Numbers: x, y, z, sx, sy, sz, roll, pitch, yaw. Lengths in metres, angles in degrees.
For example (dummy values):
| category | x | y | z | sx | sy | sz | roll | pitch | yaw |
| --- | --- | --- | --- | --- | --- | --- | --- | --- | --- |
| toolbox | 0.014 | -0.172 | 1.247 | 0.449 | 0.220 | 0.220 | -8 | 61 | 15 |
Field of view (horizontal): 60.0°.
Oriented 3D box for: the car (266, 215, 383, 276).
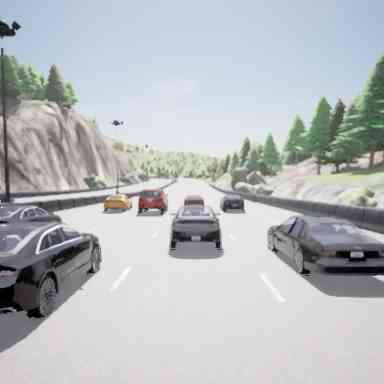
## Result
| category | x | y | z | sx | sy | sz | roll | pitch | yaw |
| --- | --- | --- | --- | --- | --- | --- | --- | --- | --- |
| car | 3.629 | 1.384 | 9.813 | 2.033 | 1.411 | 5.357 | 0 | 1 | 0 |

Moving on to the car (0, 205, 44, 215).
| category | x | y | z | sx | sy | sz | roll | pitch | yaw |
| --- | --- | --- | --- | --- | --- | --- | --- | --- | --- |
| car | -6.861 | 1.270 | 13.330 | 2.128 | 1.511 | 4.902 | 0 | 1 | 0 |

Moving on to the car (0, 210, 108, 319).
| category | x | y | z | sx | sy | sz | roll | pitch | yaw |
| --- | --- | --- | --- | --- | --- | --- | --- | --- | --- |
| car | -3.380 | 1.372 | 7.107 | 2.128 | 1.511 | 4.902 | 0 | 1 | 0 |

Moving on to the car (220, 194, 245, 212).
| category | x | y | z | sx | sy | sz | roll | pitch | yaw |
| --- | --- | --- | --- | --- | --- | --- | --- | --- | --- |
| car | 3.691 | 0.966 | 31.080 | 1.882 | 1.535 | 5.008 | 0 | 1 | 0 |

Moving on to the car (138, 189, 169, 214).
| category | x | y | z | sx | sy | sz | roll | pitch | yaw |
| --- | --- | --- | --- | --- | --- | --- | --- | --- | --- |
| car | -3.316 | 0.744 | 28.945 | 2.150 | 2.045 | 5.566 | 0 | 1 | 0 |

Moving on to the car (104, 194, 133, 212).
| category | x | y | z | sx | sy | sz | roll | pitch | yaw |
| --- | --- | --- | --- | --- | --- | --- | --- | --- | --- |
| car | -6.810 | 0.966 | 31.055 | 1.882 | 1.535 | 5.008 | 0 | 1 | 0 |

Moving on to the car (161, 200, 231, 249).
| category | x | y | z | sx | sy | sz | roll | pitch | yaw |
| --- | --- | --- | --- | --- | --- | --- | --- | --- | --- |
| car | 0.139 | 1.270 | 13.349 | 2.128 | 1.511 | 4.902 | 0 | 1 | 0 |

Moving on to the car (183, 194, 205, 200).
| category | x | y | z | sx | sy | sz | roll | pitch | yaw |
| --- | --- | --- | --- | --- | --- | --- | --- | --- | --- |
| car | 0.190 | 0.966 | 31.074 | 1.882 | 1.535 | 5.008 | 0 | 1 | 0 |
